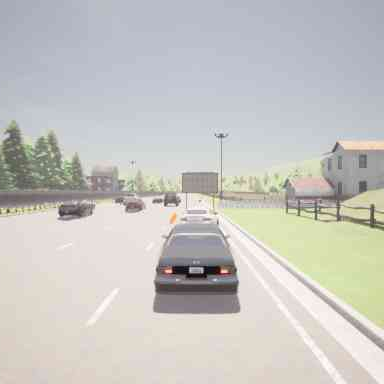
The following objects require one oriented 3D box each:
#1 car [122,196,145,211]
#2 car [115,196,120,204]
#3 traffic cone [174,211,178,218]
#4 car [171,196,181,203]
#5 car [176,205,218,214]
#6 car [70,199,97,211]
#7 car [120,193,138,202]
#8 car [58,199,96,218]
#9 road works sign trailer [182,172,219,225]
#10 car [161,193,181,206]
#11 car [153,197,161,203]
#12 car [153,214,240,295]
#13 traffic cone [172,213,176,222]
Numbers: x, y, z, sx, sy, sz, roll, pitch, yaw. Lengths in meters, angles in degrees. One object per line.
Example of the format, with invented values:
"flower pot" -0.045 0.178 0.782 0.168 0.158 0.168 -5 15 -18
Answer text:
"car" -6.832 1.525 40.363 1.812 1.442 4.674 0 0 0
"car" -13.792 1.498 65.202 1.837 1.490 4.892 0 -2 0
"traffic cone" -1.445 1.955 25.243 0.340 0.580 0.340 0 0 0
"car" -3.286 1.564 68.639 1.994 1.385 4.181 0 0 0
"car" 0.421 1.541 18.497 1.812 1.442 4.674 -1 -1 7
"car" -13.830 1.600 42.598 1.895 1.301 4.718 0 0 0
"car" -10.303 1.221 57.588 2.150 2.045 5.566 0 0 0
"car" -10.350 1.492 29.963 2.128 1.511 4.902 0 0 0
"road works sign trailer" 0.526 0.464 22.109 2.380 3.560 2.880 0 0 -2
"car" -3.311 1.221 53.424 2.150 2.045 5.566 0 0 0
"car" -6.788 1.600 67.352 1.895 1.301 4.718 0 0 0
"car" 0.112 1.547 8.886 2.033 1.411 5.357 0 0 1
"traffic cone" -1.449 1.955 23.243 0.340 0.580 0.340 0 0 0
